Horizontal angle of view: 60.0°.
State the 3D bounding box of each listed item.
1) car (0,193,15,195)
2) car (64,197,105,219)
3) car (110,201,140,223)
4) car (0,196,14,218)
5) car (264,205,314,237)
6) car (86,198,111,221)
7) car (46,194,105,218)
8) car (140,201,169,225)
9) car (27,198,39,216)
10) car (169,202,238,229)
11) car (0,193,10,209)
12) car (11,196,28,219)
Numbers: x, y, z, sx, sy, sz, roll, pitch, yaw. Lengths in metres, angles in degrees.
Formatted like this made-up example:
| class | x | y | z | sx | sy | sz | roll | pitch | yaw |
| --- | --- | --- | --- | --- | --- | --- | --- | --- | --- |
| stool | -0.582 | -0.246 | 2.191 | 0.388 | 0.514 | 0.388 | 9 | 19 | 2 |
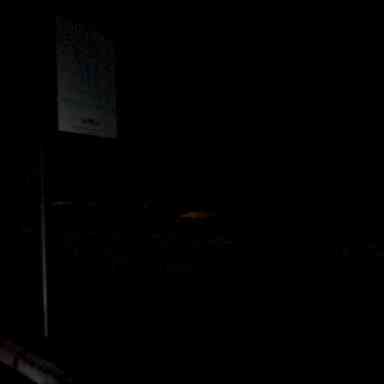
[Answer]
| class | x | y | z | sx | sy | sz | roll | pitch | yaw |
| --- | --- | --- | --- | --- | --- | --- | --- | --- | --- |
| car | -23.697 | 1.151 | 39.497 | 2.435 | 2.045 | 5.566 | 0 | 0 | 35 |
| car | -7.839 | 1.464 | 28.264 | 2.097 | 1.535 | 5.008 | 0 | 0 | 35 |
| car | -3.314 | 1.472 | 25.048 | 2.231 | 1.521 | 4.892 | 0 | 0 | 35 |
| car | -16.786 | 1.442 | 34.845 | 1.946 | 1.575 | 5.366 | 0 | 0 | 35 |
| car | 5.714 | 1.512 | 18.586 | 2.163 | 1.488 | 4.792 | 0 | 0 | 35 |
| car | -5.577 | 1.467 | 26.655 | 2.097 | 1.535 | 5.008 | 0 | 0 | 35 |
| car | -10.121 | 1.210 | 29.845 | 2.435 | 2.045 | 5.566 | 0 | 0 | 35 |
| car | -1.039 | 1.503 | 23.458 | 2.163 | 1.488 | 4.792 | 0 | 0 | 35 |
| car | -12.369 | 1.460 | 31.471 | 2.231 | 1.521 | 4.892 | 0 | 0 | 35 |
| car | 1.098 | 1.474 | 21.675 | 1.946 | 1.575 | 5.366 | 0 | 0 | 35 |
| car | -25.927 | 1.131 | 41.152 | 2.435 | 2.045 | 5.566 | 1 | 0 | 35 |
| car | -14.633 | 1.453 | 33.081 | 2.097 | 1.535 | 5.008 | 0 | 0 | 35 |
